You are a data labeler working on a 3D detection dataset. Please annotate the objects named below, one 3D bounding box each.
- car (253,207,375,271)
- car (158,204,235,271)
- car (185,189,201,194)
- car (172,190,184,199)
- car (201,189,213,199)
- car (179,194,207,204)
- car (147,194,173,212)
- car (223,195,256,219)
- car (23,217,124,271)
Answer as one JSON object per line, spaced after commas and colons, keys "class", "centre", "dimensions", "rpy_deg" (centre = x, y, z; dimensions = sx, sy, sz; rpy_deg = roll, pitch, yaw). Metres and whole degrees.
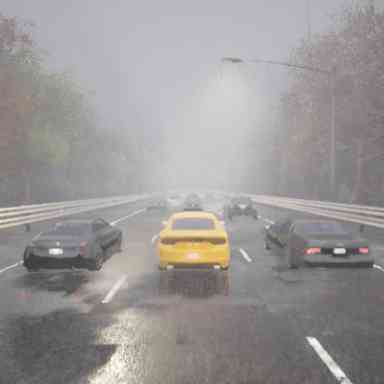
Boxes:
{"class": "car", "centre": [3.541, 1.433, 10.470], "dimensions": [2.033, 1.411, 5.357], "rpy_deg": [0, 1, 0]}
{"class": "car", "centre": [0.044, 1.368, 10.501], "dimensions": [1.882, 1.535, 5.008], "rpy_deg": [0, 1, 0]}
{"class": "car", "centre": [0.178, 0.780, 63.742], "dimensions": [1.882, 1.535, 5.008], "rpy_deg": [0, 1, 0]}
{"class": "car", "centre": [-3.311, 0.810, 67.535], "dimensions": [2.033, 1.411, 5.357], "rpy_deg": [0, 1, 0]}
{"class": "car", "centre": [3.706, 0.722, 73.775], "dimensions": [2.033, 1.411, 5.357], "rpy_deg": [0, 1, 0]}
{"class": "car", "centre": [0.096, 1.214, 31.545], "dimensions": [2.033, 1.411, 5.357], "rpy_deg": [0, 1, 0]}
{"class": "car", "centre": [-3.398, 1.196, 33.554], "dimensions": [2.033, 1.411, 5.357], "rpy_deg": [0, 1, 0]}
{"class": "car", "centre": [3.580, 1.079, 25.444], "dimensions": [2.097, 1.767, 4.553], "rpy_deg": [0, 1, 0]}
{"class": "car", "centre": [-3.457, 1.459, 10.463], "dimensions": [1.994, 1.385, 4.181], "rpy_deg": [0, 1, 0]}
